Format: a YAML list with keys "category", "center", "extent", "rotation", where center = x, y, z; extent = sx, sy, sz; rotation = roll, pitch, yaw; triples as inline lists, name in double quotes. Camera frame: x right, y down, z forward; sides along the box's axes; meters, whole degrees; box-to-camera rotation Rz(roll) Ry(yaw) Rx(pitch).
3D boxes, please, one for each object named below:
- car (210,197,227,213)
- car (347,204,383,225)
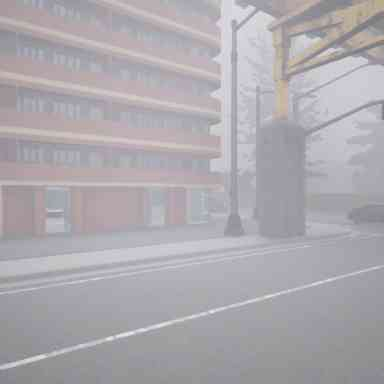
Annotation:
- category: "car"
  center: [1.839, 1.352, 37.120]
  extent: [2.097, 1.767, 4.553]
  rotation: [0, 0, -35]
- category: "car"
  center: [12.766, 1.525, 22.094]
  extent: [1.812, 1.442, 4.674]
  rotation: [0, 0, -40]
